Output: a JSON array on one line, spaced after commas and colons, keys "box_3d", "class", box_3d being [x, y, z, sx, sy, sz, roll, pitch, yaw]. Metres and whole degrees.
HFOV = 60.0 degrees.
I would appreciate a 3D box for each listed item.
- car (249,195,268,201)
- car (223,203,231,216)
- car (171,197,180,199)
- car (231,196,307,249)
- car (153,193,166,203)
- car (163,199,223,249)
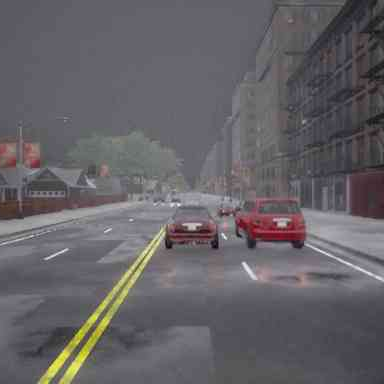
[{"box_3d": [16.378, 1.534, 82.006, 4.313, 1.339, 1.947, 0, 0, 0], "class": "car"}, {"box_3d": [3.250, 1.609, 29.680, 1.895, 1.301, 4.718, 0, 0, 0], "class": "car"}, {"box_3d": [-3.250, 1.617, 67.706, 1.895, 1.301, 4.718, 0, 0, 0], "class": "car"}, {"box_3d": [3.250, 1.255, 14.680, 2.150, 2.045, 5.566, 0, 0, 0], "class": "car"}, {"box_3d": [-6.500, 1.288, 67.707, 2.150, 2.045, 5.566, 0, 0, 0], "class": "car"}, {"box_3d": [0.000, 1.363, 14.620, 2.097, 1.767, 4.553, 0, 0, 0], "class": "car"}]
